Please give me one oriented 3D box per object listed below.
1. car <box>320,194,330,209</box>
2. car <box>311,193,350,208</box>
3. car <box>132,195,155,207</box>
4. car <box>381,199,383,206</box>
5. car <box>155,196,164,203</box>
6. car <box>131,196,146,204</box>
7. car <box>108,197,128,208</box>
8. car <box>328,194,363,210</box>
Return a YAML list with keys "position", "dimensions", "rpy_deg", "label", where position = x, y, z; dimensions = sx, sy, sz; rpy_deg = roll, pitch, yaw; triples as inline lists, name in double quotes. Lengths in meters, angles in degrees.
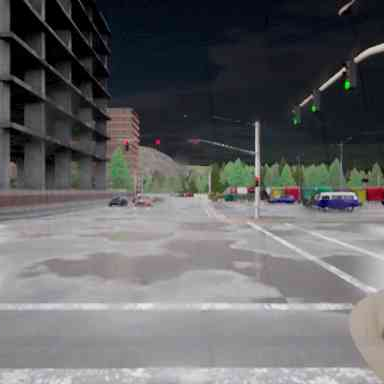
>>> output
- position: [21.829, 1.363, 49.738]
  dimensions: [3.905, 1.438, 1.784]
  rpy_deg: [0, 0, 1]
  label: "car"
- position: [21.815, 1.149, 52.422]
  dimensions: [4.605, 1.855, 1.932]
  rpy_deg: [0, 0, 1]
  label: "car"
- position: [-7.086, 1.297, 48.595]
  dimensions: [2.097, 1.767, 4.553]
  rpy_deg: [0, 0, 0]
  label: "car"
- position: [37.054, 1.350, 60.663]
  dimensions: [3.905, 1.438, 1.784]
  rpy_deg: [0, 0, 1]
  label: "car"
- position: [-6.858, 1.529, 69.065]
  dimensions: [1.895, 1.301, 4.718]
  rpy_deg: [0, 0, 0]
  label: "car"
- position: [-10.396, 1.478, 65.423]
  dimensions: [2.033, 1.411, 5.357]
  rpy_deg: [0, 0, 1]
  label: "car"
- position: [-10.593, 1.492, 48.076]
  dimensions: [2.033, 1.411, 5.357]
  rpy_deg: [0, 0, 0]
  label: "car"
- position: [21.789, 1.397, 46.843]
  dimensions: [3.806, 1.475, 1.970]
  rpy_deg: [0, 0, 1]
  label: "car"
